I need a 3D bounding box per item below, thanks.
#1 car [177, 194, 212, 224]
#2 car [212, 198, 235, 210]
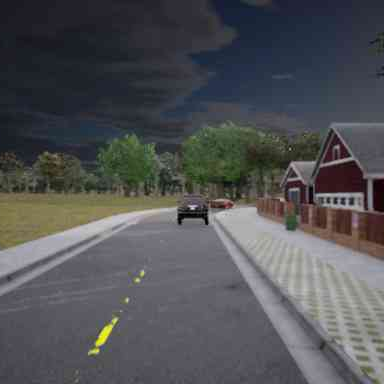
[{"bbox_3d":[0.117,1.207,24.659,2.150,2.045,5.566,0,-1,2],"label":"car"},{"bbox_3d":[4.073,1.551,42.803,1.882,1.535,5.008,-1,-1,25],"label":"car"}]
